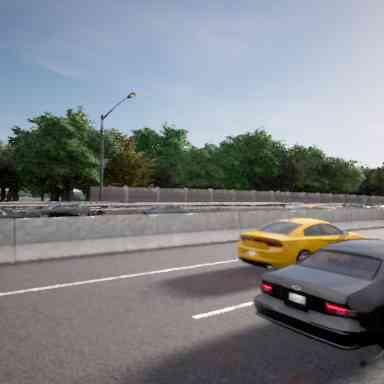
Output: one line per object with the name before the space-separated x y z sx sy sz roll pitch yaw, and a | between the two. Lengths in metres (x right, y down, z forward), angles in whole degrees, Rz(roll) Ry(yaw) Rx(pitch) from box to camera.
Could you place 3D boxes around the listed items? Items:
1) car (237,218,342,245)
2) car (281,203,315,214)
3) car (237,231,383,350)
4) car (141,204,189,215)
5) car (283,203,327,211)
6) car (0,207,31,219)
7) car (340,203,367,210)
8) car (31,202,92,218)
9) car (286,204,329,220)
car | 3.684 1.591 10.670 5.008 1.535 1.882 1 -1 -35
car | 14.062 2.173 44.093 4.674 1.442 1.812 2 -1 -35
car | 3.570 1.627 6.290 5.357 1.411 2.033 1 0 -35
car | -2.222 1.754 28.198 4.181 1.385 1.994 1 -1 -35
car | 9.684 1.838 28.088 5.008 1.535 1.882 1 -1 -35
car | -11.412 1.511 17.348 4.892 1.490 1.837 1 0 -35
car | 22.107 2.347 45.504 4.892 1.490 1.837 1 -1 -35
car | -10.532 1.573 26.571 4.902 1.511 2.128 1 -1 -35
car | 11.806 1.991 33.898 4.674 1.442 1.812 1 -1 -35
